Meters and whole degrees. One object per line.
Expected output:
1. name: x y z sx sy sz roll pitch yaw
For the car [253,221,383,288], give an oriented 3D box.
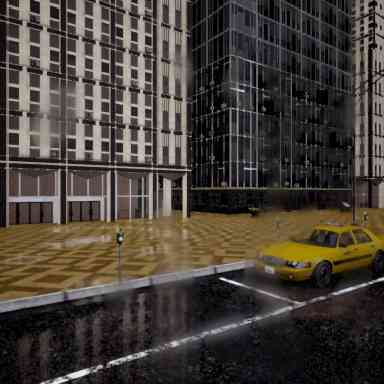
1. car: 3.800 1.526 9.253 4.829 1.417 1.752 0 0 -35
